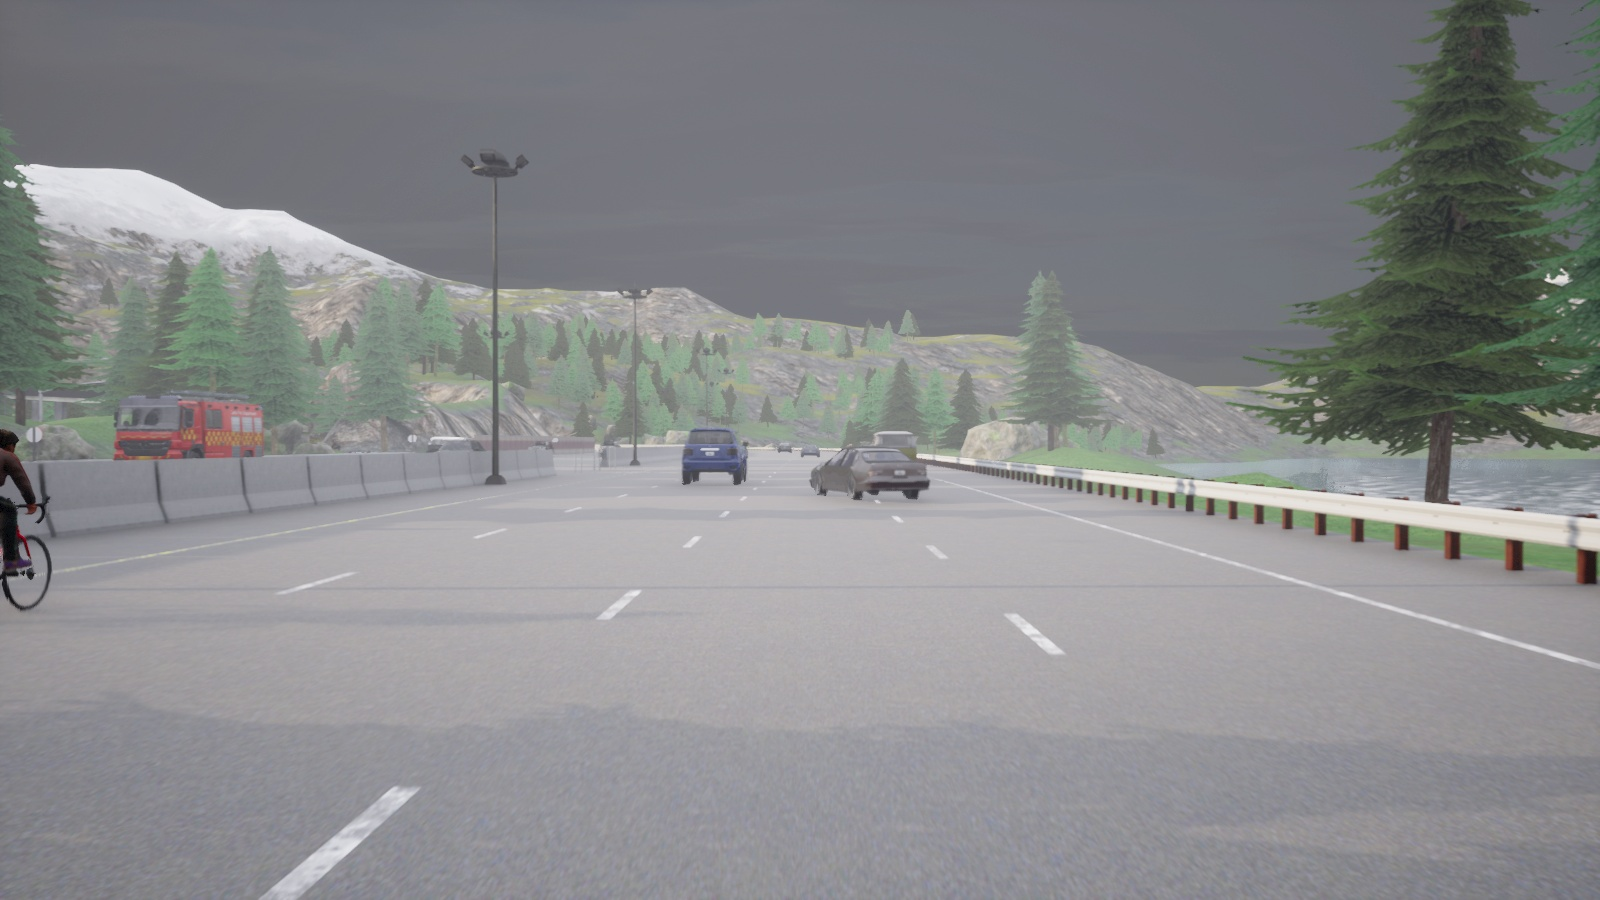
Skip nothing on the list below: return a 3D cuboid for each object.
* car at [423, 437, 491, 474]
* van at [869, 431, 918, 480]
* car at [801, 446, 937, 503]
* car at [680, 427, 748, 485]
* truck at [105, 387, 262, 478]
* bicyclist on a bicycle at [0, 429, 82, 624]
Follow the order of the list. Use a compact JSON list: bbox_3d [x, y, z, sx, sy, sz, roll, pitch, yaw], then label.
[{"bbox_3d":[-17.014,0.242,62.462,2.097,1.767,4.553,0,0,0],"label":"car"},{"bbox_3d":[3.903,0.205,53.195,1.775,1.987,4.442,0,0,0],"label":"van"},{"bbox_3d":[1.748,0.604,34.184,2.033,1.411,5.357,0,0,-16],"label":"car"},{"bbox_3d":[-3.150,0.199,47.114,2.150,2.045,5.566,0,0,0],"label":"car"},{"bbox_3d":[-27.566,-0.758,56.703,2.891,3.827,8.468,0,0,1],"label":"truck"},{"bbox_3d":[-6.921,0.634,10.764,0.582,1.620,1.656,0,0,0],"label":"bicyclist on a bicycle"}]
